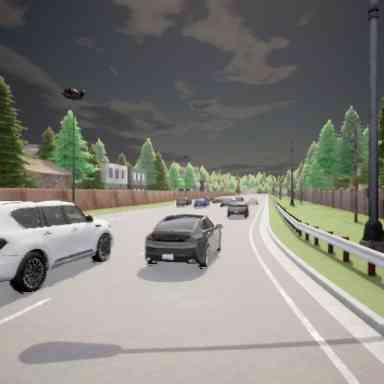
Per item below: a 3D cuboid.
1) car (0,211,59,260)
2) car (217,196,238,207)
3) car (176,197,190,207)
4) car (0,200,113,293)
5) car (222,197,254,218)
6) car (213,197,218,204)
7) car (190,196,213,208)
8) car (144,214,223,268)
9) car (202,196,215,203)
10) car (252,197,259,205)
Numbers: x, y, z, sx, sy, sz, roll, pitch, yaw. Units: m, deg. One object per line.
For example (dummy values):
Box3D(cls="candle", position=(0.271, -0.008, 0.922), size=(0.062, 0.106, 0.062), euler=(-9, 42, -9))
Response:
Box3D(cls="car", position=(-7.128, 1.549, 12.192), size=(1.812, 1.442, 4.674), euler=(0, 0, 13))
Box3D(cls="car", position=(5.758, 1.666, 53.207), size=(1.994, 1.385, 4.181), euler=(0, 0, 13))
Box3D(cls="car", position=(-1.173, 1.595, 54.296), size=(2.128, 1.511, 4.902), euler=(0, 0, 13))
Box3D(cls="car", position=(-4.224, 1.239, 9.175), size=(2.150, 2.045, 5.566), euler=(0, 0, 13))
Box3D(cls="car", position=(4.420, 1.552, 31.330), size=(2.128, 1.511, 4.902), euler=(0, 0, 12))
Box3D(cls="car", position=(5.449, 1.730, 67.684), size=(1.895, 1.301, 4.718), euler=(0, 0, 13))
Box3D(cls="car", position=(1.511, 1.622, 50.316), size=(1.812, 1.442, 4.674), euler=(0, 0, 13))
Box3D(cls="car", position=(-0.118, 1.527, 11.456), size=(1.837, 1.490, 4.892), euler=(0, 0, 13))
Box3D(cls="car", position=(3.899, 1.670, 77.087), size=(2.128, 1.511, 4.902), euler=(0, 0, 13))
Box3D(cls="car", position=(11.230, 1.644, 61.598), size=(1.812, 1.442, 4.674), euler=(0, 0, 12))
